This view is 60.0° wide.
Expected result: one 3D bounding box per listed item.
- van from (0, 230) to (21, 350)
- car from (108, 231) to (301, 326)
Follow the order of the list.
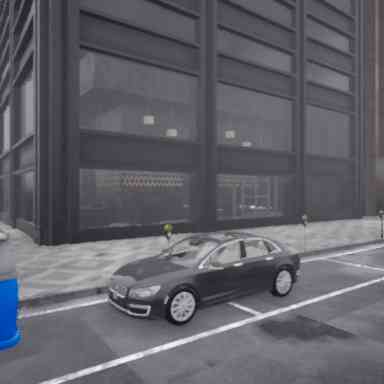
[{"bbox_3d":[-4.107,1.341,3.720,3.998,1.788,1.690,0,0,-36],"label":"van"},{"bbox_3d":[0.467,1.553,6.983,4.403,1.369,2.008,0,0,-36],"label":"car"}]
